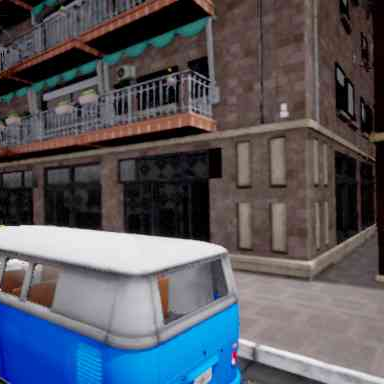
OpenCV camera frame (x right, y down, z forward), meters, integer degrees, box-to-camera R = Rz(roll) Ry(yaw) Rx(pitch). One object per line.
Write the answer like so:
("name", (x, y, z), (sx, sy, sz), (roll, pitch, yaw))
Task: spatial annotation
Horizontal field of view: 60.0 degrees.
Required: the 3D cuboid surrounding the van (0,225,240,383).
("van", (-1.414, 1.359, 3.900), (3.998, 1.788, 1.690), (0, -1, 36))
